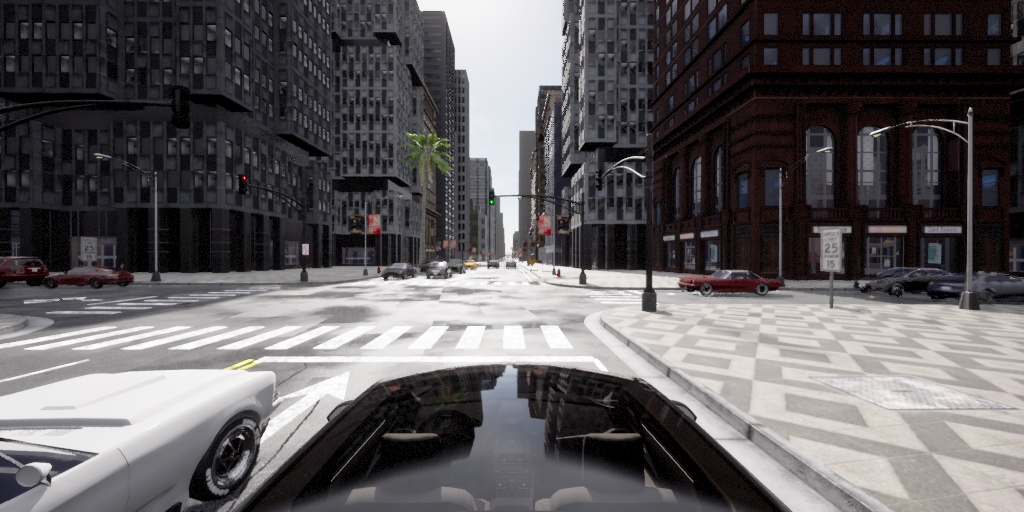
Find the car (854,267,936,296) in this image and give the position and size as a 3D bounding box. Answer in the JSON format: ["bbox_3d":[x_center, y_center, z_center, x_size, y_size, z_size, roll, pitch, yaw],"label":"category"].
[{"bbox_3d":[21.551,1.356,19.550,4.902,1.511,2.128,0,0,0],"label":"car"}]

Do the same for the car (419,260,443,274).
[{"bbox_3d":[-10.024,1.305,44.621,1.882,1.535,5.008,0,0,0],"label":"car"}]

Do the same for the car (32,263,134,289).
[{"bbox_3d":[-25.148,1.238,21.392,4.207,1.307,1.802,0,0,-1],"label":"car"}]

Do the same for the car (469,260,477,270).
[{"bbox_3d":[-6.810,1.391,57.797,1.882,1.535,5.008,0,0,0],"label":"car"}]

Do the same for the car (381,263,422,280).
[{"bbox_3d":[-9.977,1.326,32.202,2.033,1.411,5.357,0,0,0],"label":"car"}]

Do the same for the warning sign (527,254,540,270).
[{"bbox_3d":[2.661,0.957,47.592,1.300,1.860,1.060,0,0,0],"label":"warning sign"}]

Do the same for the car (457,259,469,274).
[{"bbox_3d":[-6.766,1.170,42.704,2.097,1.767,4.553,0,0,0],"label":"car"}]

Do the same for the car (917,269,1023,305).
[{"bbox_3d":[21.835,1.446,16.379,4.181,1.385,1.994,0,0,0],"label":"car"}]

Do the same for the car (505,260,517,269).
[{"bbox_3d":[-0.150,1.455,63.643,2.128,1.511,4.902,0,0,0],"label":"car"}]

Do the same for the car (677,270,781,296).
[{"bbox_3d":[11.652,1.420,19.516,4.718,1.301,1.895,0,0,0],"label":"car"}]

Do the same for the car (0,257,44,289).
[{"bbox_3d":[-30.786,0.951,21.281,5.009,1.841,2.192,0,0,-1],"label":"car"}]

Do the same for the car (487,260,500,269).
[{"bbox_3d":[-3.405,1.470,63.869,1.837,1.490,4.892,0,-1,0],"label":"car"}]

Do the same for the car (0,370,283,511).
[{"bbox_3d":[-3.150,1.351,1.453,1.895,1.301,4.718,0,0,-3],"label":"car"}]

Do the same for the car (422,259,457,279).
[{"bbox_3d":[-6.744,1.274,33.607,2.128,1.511,4.902,0,0,-2],"label":"car"}]
